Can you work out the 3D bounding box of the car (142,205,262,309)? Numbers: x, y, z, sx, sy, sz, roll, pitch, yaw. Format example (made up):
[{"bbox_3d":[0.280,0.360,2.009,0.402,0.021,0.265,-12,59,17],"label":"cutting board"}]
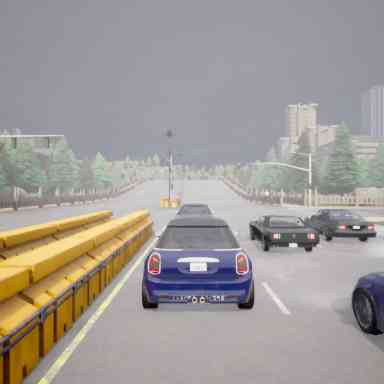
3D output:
[{"bbox_3d":[0.117,1.352,8.032,2.097,1.767,4.553,0,0,0],"label":"car"}]

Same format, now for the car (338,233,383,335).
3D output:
[{"bbox_3d":[3.611,1.526,3.732,1.812,1.442,4.674,0,0,0],"label":"car"}]

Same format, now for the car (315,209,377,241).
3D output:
[{"bbox_3d":[7.111,1.547,16.577,2.033,1.411,5.357,0,0,4],"label":"car"}]

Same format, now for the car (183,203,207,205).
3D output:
[{"bbox_3d":[0.135,1.352,16.968,2.097,1.767,4.553,0,0,0],"label":"car"}]

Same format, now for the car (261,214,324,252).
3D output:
[{"bbox_3d":[3.626,1.601,14.003,1.895,1.301,4.718,0,0,1],"label":"car"}]
